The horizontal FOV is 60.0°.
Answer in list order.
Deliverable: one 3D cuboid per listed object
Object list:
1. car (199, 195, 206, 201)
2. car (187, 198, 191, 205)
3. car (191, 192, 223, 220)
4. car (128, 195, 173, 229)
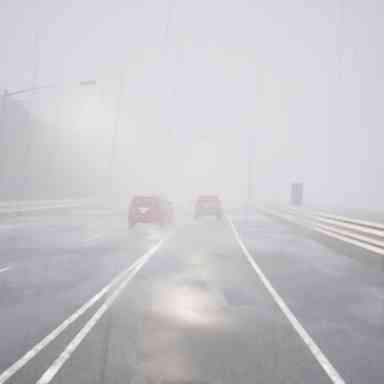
[{"bbox_3d":[2.885,1.636,93.669,1.812,1.442,4.674,0,0,4],"label":"car"},{"bbox_3d":[0.179,1.621,57.356,1.895,1.301,4.718,0,0,4],"label":"car"},{"bbox_3d":[1.484,1.243,28.899,2.150,2.045,5.566,0,0,5],"label":"car"},{"bbox_3d":[-2.595,1.208,21.827,2.150,2.045,5.566,0,0,5],"label":"car"}]
